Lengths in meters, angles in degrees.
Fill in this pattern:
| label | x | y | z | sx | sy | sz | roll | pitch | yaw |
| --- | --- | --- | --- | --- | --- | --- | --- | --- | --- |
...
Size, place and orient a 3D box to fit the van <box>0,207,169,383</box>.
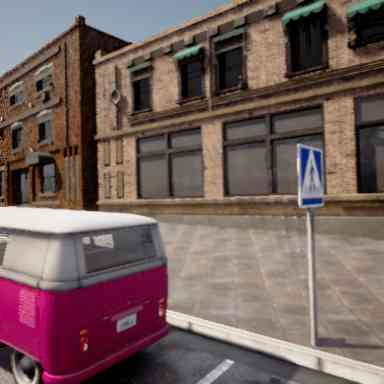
| label | x | y | z | sx | sy | sz | roll | pitch | yaw |
| --- | --- | --- | --- | --- | --- | --- | --- | --- | --- |
| van | -2.525 | 1.252 | 5.119 | 4.442 | 1.987 | 1.878 | 0 | 0 | 36 |
